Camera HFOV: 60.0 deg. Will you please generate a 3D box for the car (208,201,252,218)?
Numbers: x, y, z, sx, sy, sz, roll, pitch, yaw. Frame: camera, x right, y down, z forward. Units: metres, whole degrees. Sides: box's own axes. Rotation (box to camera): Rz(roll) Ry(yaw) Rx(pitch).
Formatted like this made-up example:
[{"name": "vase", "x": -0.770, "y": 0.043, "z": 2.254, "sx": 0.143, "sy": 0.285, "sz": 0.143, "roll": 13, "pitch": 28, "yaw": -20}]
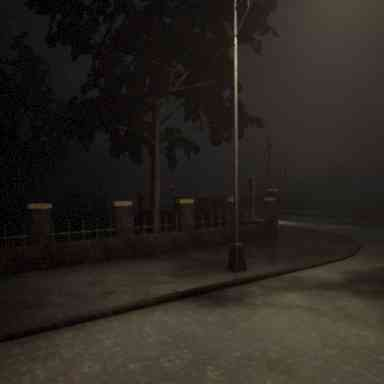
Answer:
[{"name": "car", "x": 2.746, "y": 1.406, "z": 26.374, "sx": 1.895, "sy": 1.301, "sz": 4.718, "roll": -1, "pitch": 0, "yaw": -36}]
